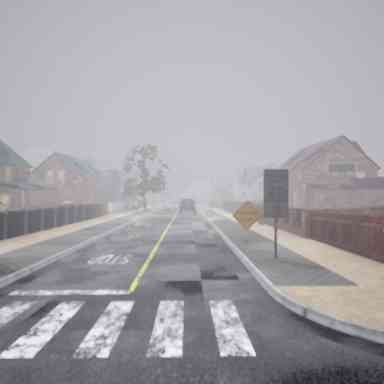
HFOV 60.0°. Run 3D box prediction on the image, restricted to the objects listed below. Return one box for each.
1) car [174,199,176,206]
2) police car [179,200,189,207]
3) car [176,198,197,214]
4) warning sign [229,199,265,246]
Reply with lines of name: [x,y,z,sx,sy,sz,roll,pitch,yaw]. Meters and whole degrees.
car: [-3.272,3.221,94.474,1.812,1.442,4.674,0,-1,-8]
police car: [-2.095,2.873,84.594,1.930,1.638,5.238,0,-1,-6]
car: [-0.591,1.847,43.932,2.150,2.045,5.566,0,-1,-1]
warning sign: [2.359,1.292,14.324,1.300,1.860,1.060,2,1,-1]
